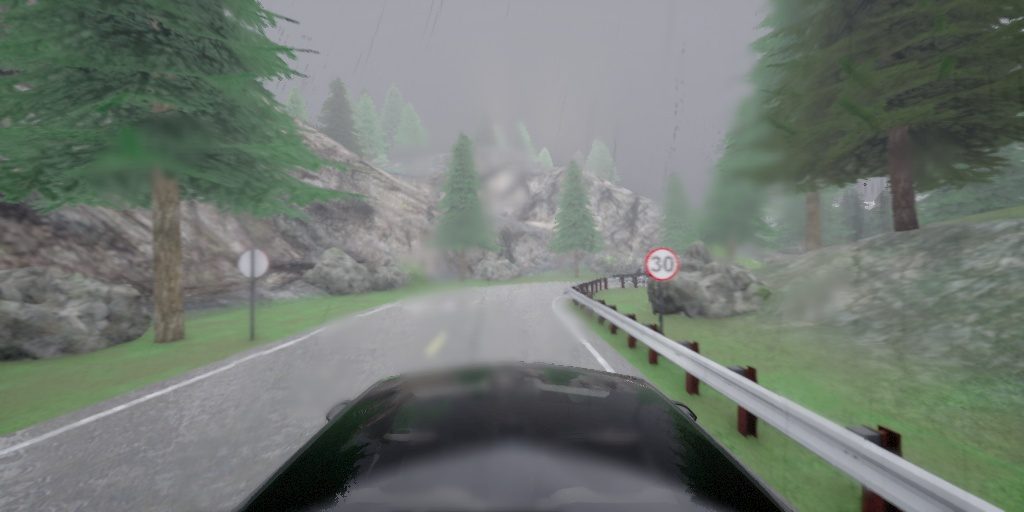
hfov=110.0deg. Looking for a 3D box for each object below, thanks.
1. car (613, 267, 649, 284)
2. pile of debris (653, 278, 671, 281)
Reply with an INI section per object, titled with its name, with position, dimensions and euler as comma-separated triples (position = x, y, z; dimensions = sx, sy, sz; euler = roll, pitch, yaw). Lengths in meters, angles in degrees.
[car]
position = 10.665, 1.576, 29.246
dimensions = 4.718, 1.301, 1.895
euler = 0, -1, -24
[pile of debris]
position = 11.849, 2.152, 29.738
dimensions = 1.860, 0.140, 1.500
euler = 0, 0, -17
